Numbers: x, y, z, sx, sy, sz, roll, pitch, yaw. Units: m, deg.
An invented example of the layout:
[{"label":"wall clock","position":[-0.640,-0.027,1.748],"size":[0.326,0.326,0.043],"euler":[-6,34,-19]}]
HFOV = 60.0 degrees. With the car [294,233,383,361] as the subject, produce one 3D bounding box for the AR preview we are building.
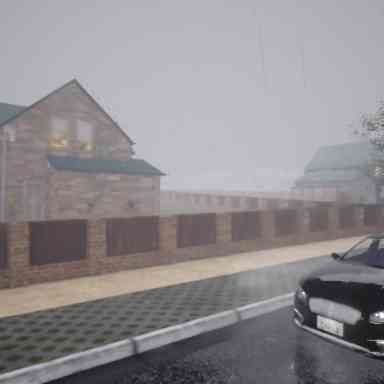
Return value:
[{"label":"car","position":[3.800,1.498,5.821],"size":[4.902,1.511,2.128],"euler":[0,0,-36]}]
